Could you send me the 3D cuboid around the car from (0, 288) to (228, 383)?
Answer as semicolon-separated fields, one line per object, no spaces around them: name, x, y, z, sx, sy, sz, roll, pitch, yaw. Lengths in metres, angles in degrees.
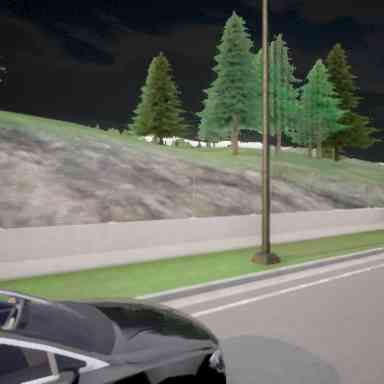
car;-1.894;1.492;2.396;4.902;1.511;2.128;0;0;-35
